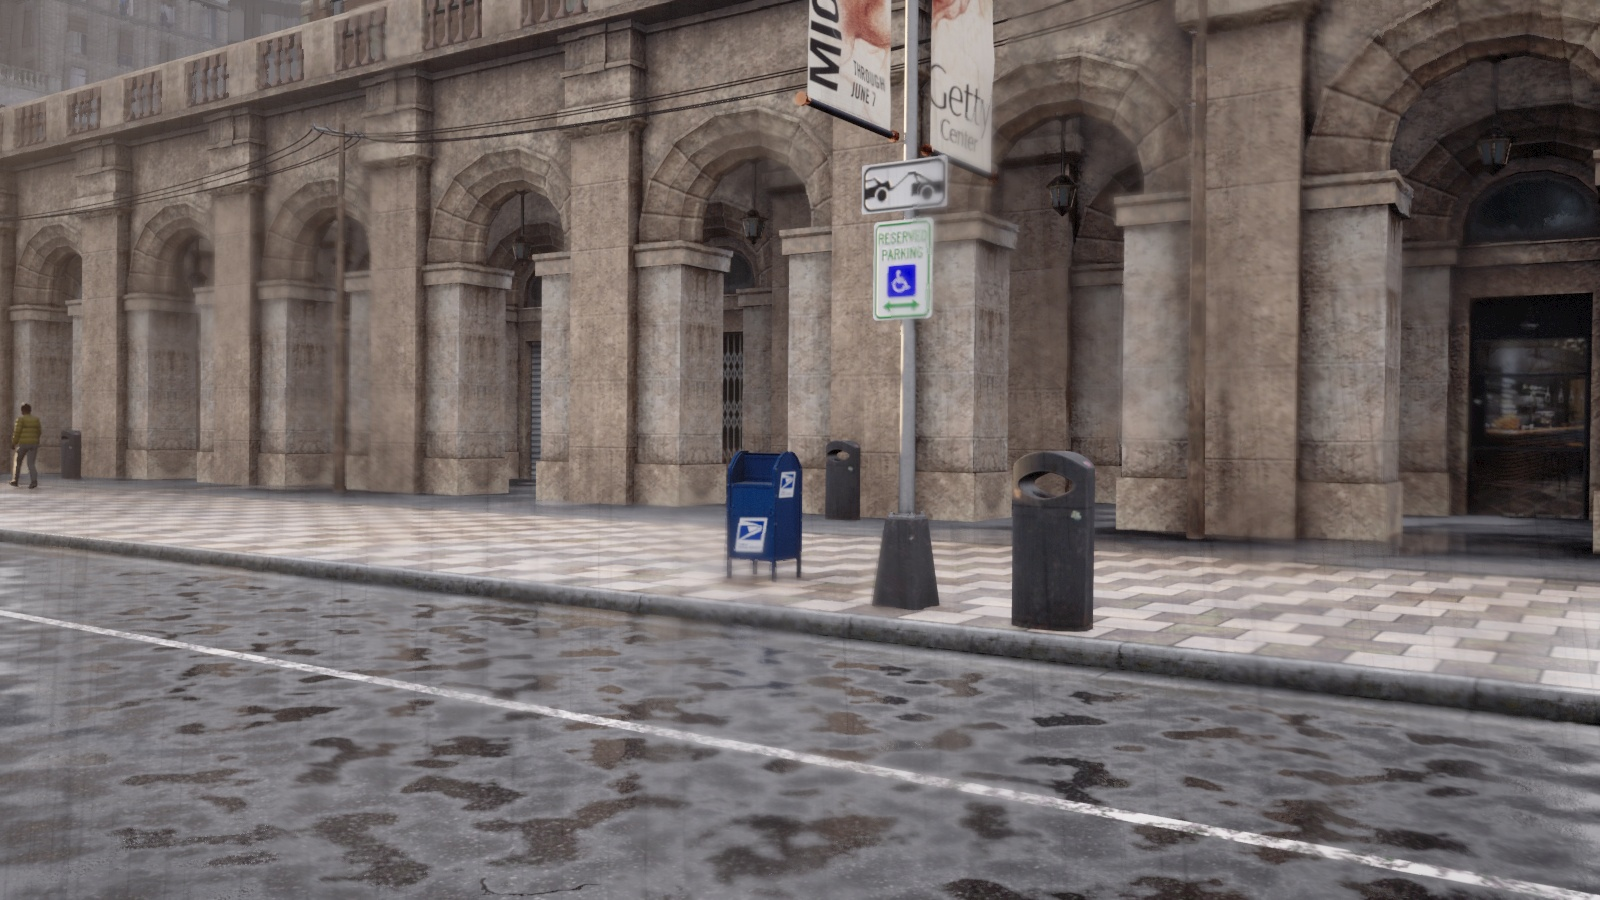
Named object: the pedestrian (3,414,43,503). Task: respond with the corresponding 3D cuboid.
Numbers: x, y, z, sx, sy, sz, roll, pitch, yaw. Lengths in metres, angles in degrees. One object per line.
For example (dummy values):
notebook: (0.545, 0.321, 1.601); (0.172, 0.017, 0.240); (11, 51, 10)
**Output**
pedestrian: (-16.416, 0.174, 26.543); (0.709, 1.840, 0.431); (0, 1, 33)
